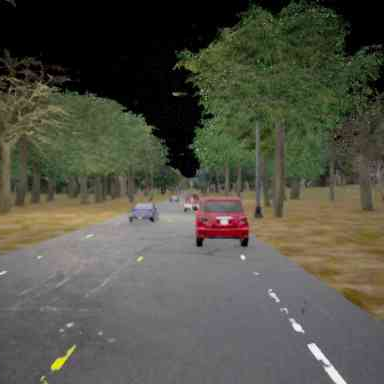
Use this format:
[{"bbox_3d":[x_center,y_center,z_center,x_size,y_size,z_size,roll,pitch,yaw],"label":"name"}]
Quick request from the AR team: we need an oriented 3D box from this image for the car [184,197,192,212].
[{"bbox_3d":[0.046,1.593,39.009,1.895,1.301,4.718,0,0,0],"label":"car"}]

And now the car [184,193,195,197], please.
[{"bbox_3d":[0.004,1.193,50.708,2.150,2.045,5.566,0,0,0],"label":"car"}]

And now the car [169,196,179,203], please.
[{"bbox_3d":[-3.502,1.442,66.606,1.812,1.442,4.674,0,0,0],"label":"car"}]

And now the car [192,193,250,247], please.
[{"bbox_3d":[1.226,1.226,15.282,2.150,2.045,5.566,0,0,0],"label":"car"}]

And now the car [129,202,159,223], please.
[{"bbox_3d":[-3.604,1.527,25.501,1.812,1.442,4.674,0,0,0],"label":"car"}]
